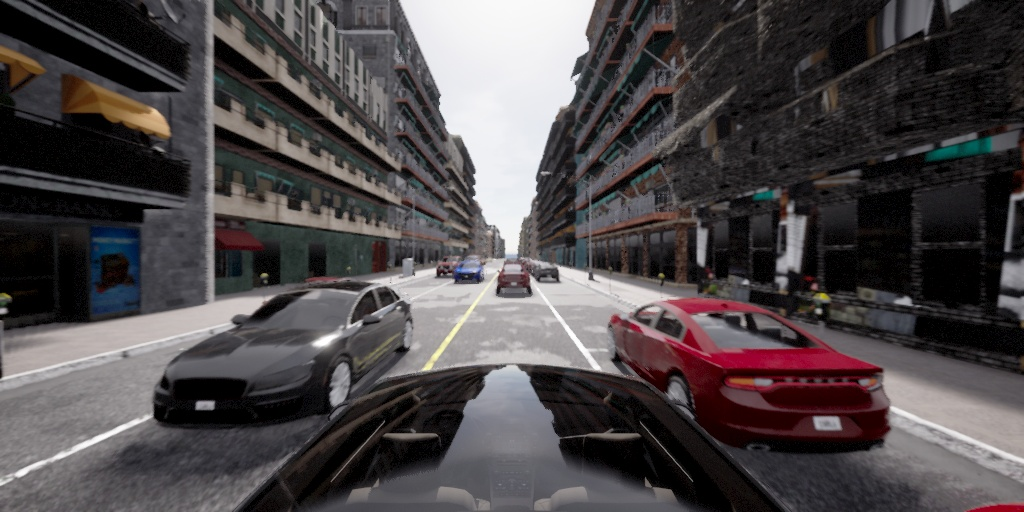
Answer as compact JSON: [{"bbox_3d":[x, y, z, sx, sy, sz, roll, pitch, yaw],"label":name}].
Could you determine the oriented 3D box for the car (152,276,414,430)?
[{"bbox_3d":[-3.054,1.237,6.020,1.837,1.490,4.892,0,0,0],"label":"car"}]

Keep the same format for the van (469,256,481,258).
[{"bbox_3d":[-5.712,0.891,50.606,1.690,1.789,3.998,0,0,0],"label":"van"}]

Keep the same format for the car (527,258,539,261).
[{"bbox_3d":[2.676,1.167,33.603,2.007,1.370,4.403,0,0,0],"label":"car"}]

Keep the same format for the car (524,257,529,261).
[{"bbox_3d":[2.673,1.138,39.265,1.888,1.381,4.507,0,0,0],"label":"car"}]

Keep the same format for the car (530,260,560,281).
[{"bbox_3d":[2.679,1.191,27.941,2.007,1.370,4.403,0,0,0],"label":"car"}]

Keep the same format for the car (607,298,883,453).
[{"bbox_3d":[2.689,1.280,5.291,1.888,1.381,4.507,0,0,0],"label":"car"}]

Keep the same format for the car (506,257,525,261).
[{"bbox_3d":[0.083,0.934,41.816,2.097,1.767,4.553,0,0,0],"label":"car"}]

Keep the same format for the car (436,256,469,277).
[{"bbox_3d":[-5.705,0.931,33.620,2.192,1.841,5.009,0,0,0],"label":"car"}]

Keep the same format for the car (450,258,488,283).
[{"bbox_3d":[-3.108,1.122,26.842,1.882,1.535,5.008,0,0,0],"label":"car"}]

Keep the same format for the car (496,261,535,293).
[{"bbox_3d":[0.096,1.198,20.187,1.812,1.442,4.674,0,0,0],"label":"car"}]
